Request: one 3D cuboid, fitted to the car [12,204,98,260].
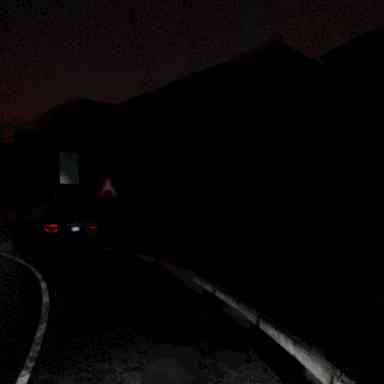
[{"bbox_3d":[-5.995,1.569,14.271,2.150,2.045,5.566,0,-2,-40],"label":"car"}]
